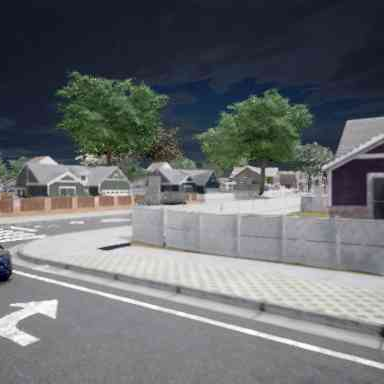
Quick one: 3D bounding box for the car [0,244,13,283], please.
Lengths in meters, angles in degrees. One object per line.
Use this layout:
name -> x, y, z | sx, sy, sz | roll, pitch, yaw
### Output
car -> -6.385, 1.587, 8.712 | 4.181, 1.385, 1.994 | 0, 0, 42

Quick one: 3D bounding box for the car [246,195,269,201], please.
car -> 9.511, 1.113, 48.162 | 1.895, 1.301, 4.718 | 1, 1, 34

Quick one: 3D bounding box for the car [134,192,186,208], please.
car -> -2.780, 0.992, 30.038 | 2.150, 2.045, 5.566 | 1, 1, 35
